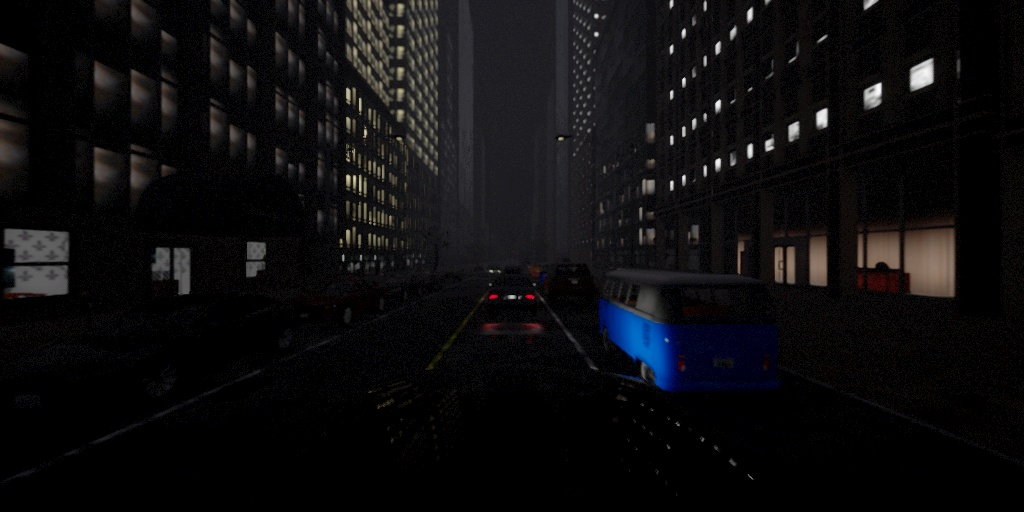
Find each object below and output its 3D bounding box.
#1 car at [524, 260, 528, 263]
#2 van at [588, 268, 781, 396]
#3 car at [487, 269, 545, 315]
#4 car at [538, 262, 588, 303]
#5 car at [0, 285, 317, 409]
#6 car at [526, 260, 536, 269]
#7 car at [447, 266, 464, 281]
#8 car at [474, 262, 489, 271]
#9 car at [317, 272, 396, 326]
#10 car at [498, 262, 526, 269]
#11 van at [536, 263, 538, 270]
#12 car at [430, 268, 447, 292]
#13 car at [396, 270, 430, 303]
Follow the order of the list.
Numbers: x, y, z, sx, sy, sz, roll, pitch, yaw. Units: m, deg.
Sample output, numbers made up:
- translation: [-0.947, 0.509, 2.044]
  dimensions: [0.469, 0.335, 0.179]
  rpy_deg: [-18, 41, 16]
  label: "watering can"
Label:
- translation: [3.166, 1.800, 53.645]
  dimensions: [1.837, 1.490, 4.892]
  rpy_deg: [0, -1, 0]
  label: "car"
- translation: [2.691, 1.140, 6.389]
  dimensions: [1.690, 1.789, 3.998]
  rpy_deg: [0, 0, 0]
  label: "van"
- translation: [0.013, 1.431, 14.364]
  dimensions: [2.033, 1.411, 5.357]
  rpy_deg: [0, -1, 1]
  label: "car"
- translation: [2.696, 1.234, 17.756]
  dimensions: [2.192, 1.841, 5.009]
  rpy_deg: [0, 0, 0]
  label: "car"
- translation: [-5.690, 1.366, 6.392]
  dimensions: [1.948, 1.339, 4.313]
  rpy_deg: [0, 0, 0]
  label: "car"
- translation: [3.158, 1.700, 46.646]
  dimensions: [1.882, 1.535, 5.008]
  rpy_deg: [0, -1, 0]
  label: "car"
- translation: [-5.679, 1.650, 34.809]
  dimensions: [2.007, 1.370, 4.403]
  rpy_deg: [0, 0, 0]
  label: "car"
- translation: [-5.667, 1.837, 63.225]
  dimensions: [1.967, 1.591, 4.097]
  rpy_deg: [0, 0, 0]
  label: "car"
- translation: [-5.687, 1.405, 12.076]
  dimensions: [1.888, 1.381, 4.507]
  rpy_deg: [0, 0, 0]
  label: "car"
- translation: [0.030, 1.559, 30.339]
  dimensions: [1.837, 1.490, 4.892]
  rpy_deg: [0, 0, 0]
  label: "car"
- translation: [2.698, 1.320, 23.439]
  dimensions: [1.690, 1.789, 3.998]
  rpy_deg: [0, 0, 0]
  label: "van"
- translation: [-5.683, 1.562, 23.442]
  dimensions: [1.802, 1.307, 4.207]
  rpy_deg: [0, 0, 0]
  label: "car"
- translation: [-5.686, 1.470, 17.759]
  dimensions: [2.007, 1.370, 4.403]
  rpy_deg: [0, 0, 0]
  label: "car"
